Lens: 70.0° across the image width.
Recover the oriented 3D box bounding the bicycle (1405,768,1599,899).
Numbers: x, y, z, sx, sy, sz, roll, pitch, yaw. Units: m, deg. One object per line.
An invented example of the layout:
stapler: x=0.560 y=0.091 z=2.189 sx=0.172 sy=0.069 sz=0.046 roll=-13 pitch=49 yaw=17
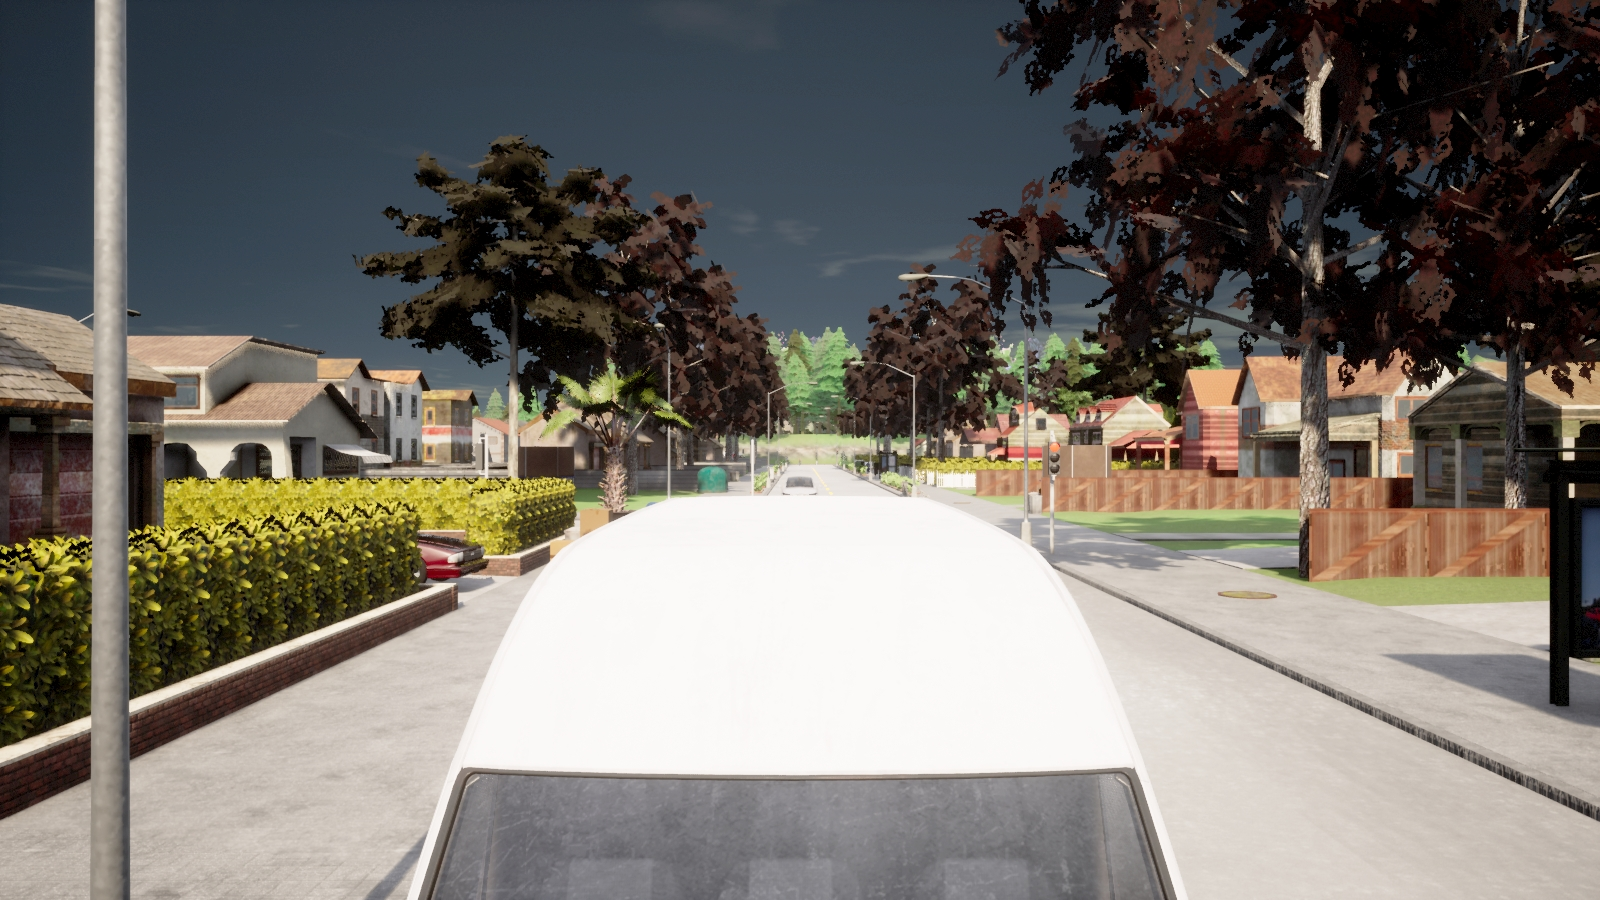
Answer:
bicycle: x=2.687 y=2.062 z=3.843 sx=0.329 sy=1.471 sz=1.835 roll=0 pitch=0 yaw=0

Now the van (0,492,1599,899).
van: x=0.002 y=1.537 z=4.030 sx=1.988 sy=2.561 sz=5.915 roll=0 pitch=0 yaw=0

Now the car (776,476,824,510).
car: x=-0.010 y=2.083 z=55.838 sx=2.231 sy=1.480 sz=4.892 roll=0 pitch=0 yaw=0
